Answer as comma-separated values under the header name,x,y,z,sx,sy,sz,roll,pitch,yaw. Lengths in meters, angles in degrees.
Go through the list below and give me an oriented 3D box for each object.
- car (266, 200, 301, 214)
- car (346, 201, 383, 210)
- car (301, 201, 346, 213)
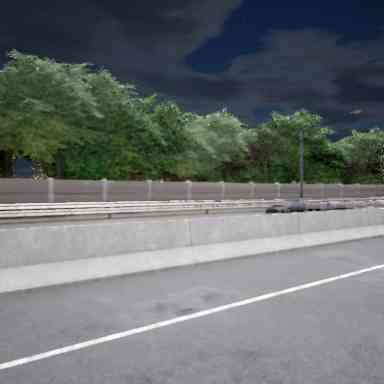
name,x,y,z,sx,sy,sz,roll,pitch,yaw
car,9.521,1.520,31.906,5.357,1.411,2.033,0,0,-34
car,15.080,1.482,27.211,4.892,1.490,1.837,0,0,-34
car,12.145,1.576,29.455,4.718,1.301,1.895,0,0,-34
